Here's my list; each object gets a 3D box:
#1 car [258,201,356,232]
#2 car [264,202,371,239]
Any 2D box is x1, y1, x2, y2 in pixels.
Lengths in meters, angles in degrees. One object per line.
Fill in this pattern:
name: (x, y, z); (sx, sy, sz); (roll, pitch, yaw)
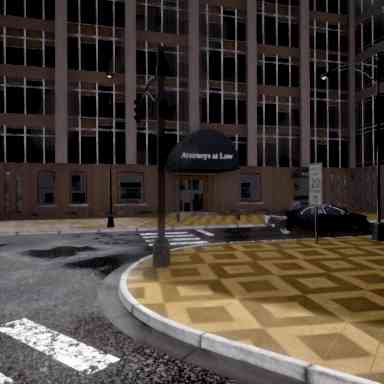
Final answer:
car: (6.484, 1.314, 18.922); (4.902, 1.511, 2.128); (0, 0, -14)
car: (6.087, 1.309, 15.887); (4.902, 1.511, 2.128); (0, 0, -14)
